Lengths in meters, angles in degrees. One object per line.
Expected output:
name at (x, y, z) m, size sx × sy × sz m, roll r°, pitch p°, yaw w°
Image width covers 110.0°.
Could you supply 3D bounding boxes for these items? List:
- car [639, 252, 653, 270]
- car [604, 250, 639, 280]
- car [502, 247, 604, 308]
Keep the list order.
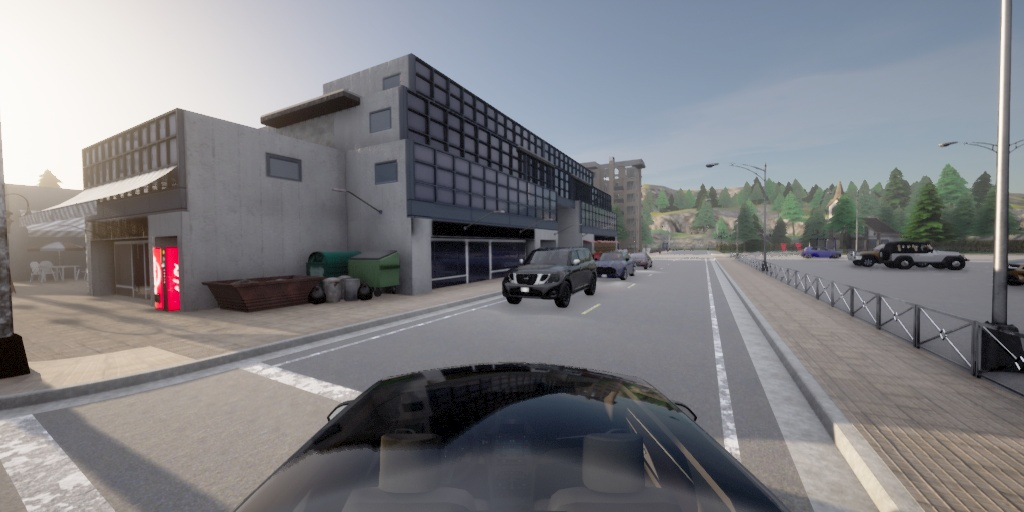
car at (11.204, 0.390, 31.701) m, size 1.812 × 1.442 × 4.674 m, roll 0°, pitch 2°, yaw 28°
car at (6.388, 0.509, 22.731) m, size 2.097 × 1.767 × 4.553 m, roll 0°, pitch 2°, yaw 28°
car at (1.717, 0.664, 14.018) m, size 2.150 × 2.045 × 5.566 m, roll 0°, pitch 2°, yaw 28°
